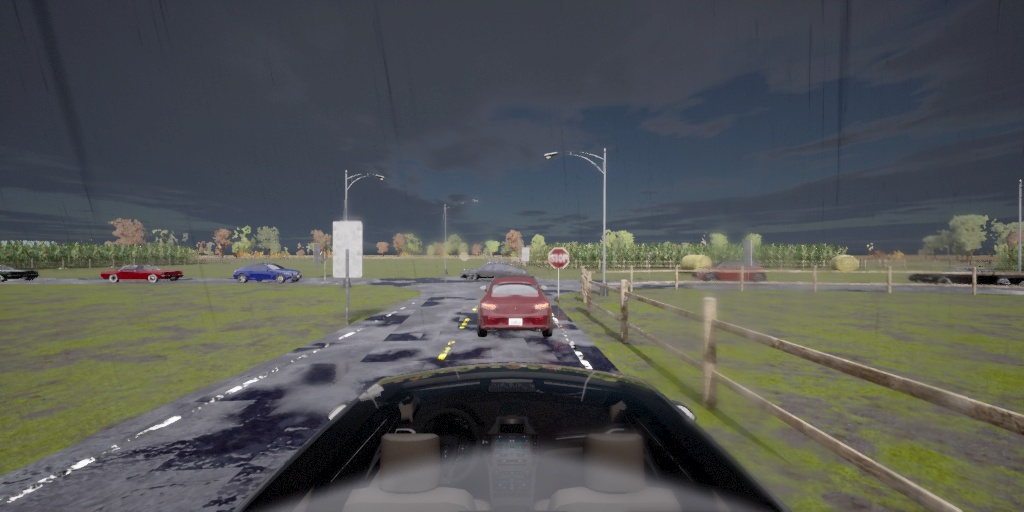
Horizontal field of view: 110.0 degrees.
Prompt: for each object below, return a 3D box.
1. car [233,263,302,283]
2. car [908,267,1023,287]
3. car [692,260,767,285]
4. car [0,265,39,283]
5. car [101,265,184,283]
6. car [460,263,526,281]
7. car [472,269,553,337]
[{"bbox_3d":[-18.291,1.263,26.878,4.674,1.442,1.812,0,0,3],"label":"car"},{"bbox_3d":[29.168,1.364,23.264,4.718,1.301,1.895,0,0,13],"label":"car"},{"bbox_3d":[15.623,1.099,26.007,4.553,1.767,2.097,0,0,11],"label":"car"},{"bbox_3d":[-39.164,1.331,27.128,4.718,1.301,1.895,0,0,-2],"label":"car"},{"bbox_3d":[-27.889,1.335,27.189,4.718,1.301,1.895,0,0,0],"label":"car"},{"bbox_3d":[-1.358,1.283,28.493,5.357,1.411,2.033,0,0,6],"label":"car"},{"bbox_3d":[0.058,1.274,10.147,1.812,1.442,4.674,0,0,-1],"label":"car"}]
